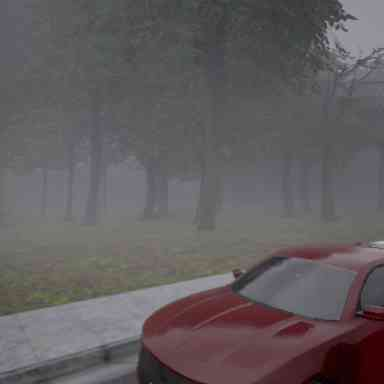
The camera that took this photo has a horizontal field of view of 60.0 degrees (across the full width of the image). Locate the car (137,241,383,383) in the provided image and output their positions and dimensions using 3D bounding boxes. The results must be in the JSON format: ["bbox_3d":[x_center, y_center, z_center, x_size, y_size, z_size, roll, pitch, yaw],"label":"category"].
[{"bbox_3d":[1.732,1.473,4.289,5.008,1.535,1.882,0,0,-36],"label":"car"}]
